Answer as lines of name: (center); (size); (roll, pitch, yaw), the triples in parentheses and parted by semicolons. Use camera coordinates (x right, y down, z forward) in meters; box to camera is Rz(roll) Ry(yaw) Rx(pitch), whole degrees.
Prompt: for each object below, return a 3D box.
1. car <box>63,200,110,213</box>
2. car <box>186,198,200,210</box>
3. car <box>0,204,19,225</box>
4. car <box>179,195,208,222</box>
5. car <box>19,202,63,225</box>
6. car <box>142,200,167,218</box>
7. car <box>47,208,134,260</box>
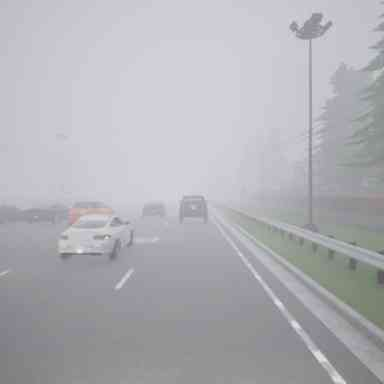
car: (-6.892, 1.381, 23.139); (2.097, 1.767, 4.553); (0, 0, 0)
car: (0.114, 1.562, 45.498); (1.837, 1.490, 4.892); (0, 0, 0)
car: (-13.892, 1.593, 24.529); (1.994, 1.385, 4.181); (0, 0, 0)
car: (0.120, 1.255, 26.477); (2.150, 2.045, 5.566); (0, 0, 0)
car: (-10.391, 1.507, 24.617); (1.882, 1.535, 5.008); (0, 0, 0)
car: (-3.391, 1.516, 30.868); (1.882, 1.535, 5.008); (0, 0, 0)
car: (-3.395, 1.542, 12.368); (1.812, 1.442, 4.674); (0, 0, 0)
